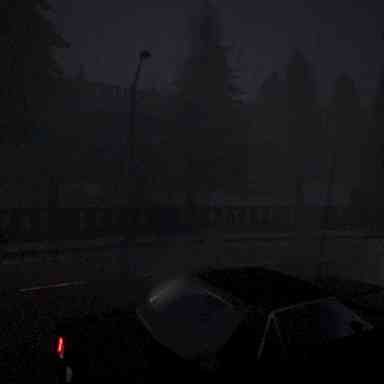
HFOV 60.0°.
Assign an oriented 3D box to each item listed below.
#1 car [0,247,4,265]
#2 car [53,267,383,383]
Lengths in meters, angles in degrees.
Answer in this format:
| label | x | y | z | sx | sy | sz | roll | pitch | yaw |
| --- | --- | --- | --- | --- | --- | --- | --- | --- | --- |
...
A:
| label | x | y | z | sx | sy | sz | roll | pitch | yaw |
| --- | --- | --- | --- | --- | --- | --- | --- | --- | --- |
| car | -6.950 | 1.465 | 7.298 | 4.902 | 1.511 | 2.128 | 0 | 0 | -35 |
| car | 0.994 | 1.616 | 3.899 | 4.718 | 1.301 | 1.895 | 0 | 0 | -28 |
